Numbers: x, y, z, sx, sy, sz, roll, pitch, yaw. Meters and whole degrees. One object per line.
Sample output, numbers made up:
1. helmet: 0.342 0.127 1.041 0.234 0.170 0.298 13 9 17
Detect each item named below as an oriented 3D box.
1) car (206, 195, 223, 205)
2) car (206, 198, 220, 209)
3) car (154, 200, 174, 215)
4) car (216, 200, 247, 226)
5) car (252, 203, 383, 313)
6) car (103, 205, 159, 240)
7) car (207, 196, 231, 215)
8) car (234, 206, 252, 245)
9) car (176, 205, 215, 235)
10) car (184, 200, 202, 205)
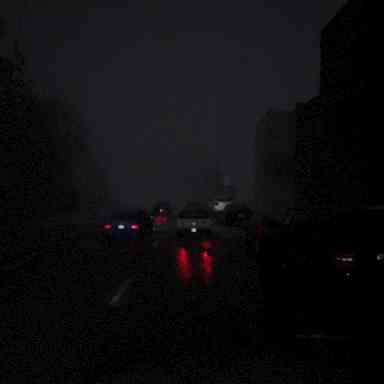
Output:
1. car: 3.224 1.665 46.835 1.946 1.575 5.366 0 0 0
2. car: 3.234 1.690 52.358 1.946 1.575 5.366 0 0 0
3. car: -3.151 1.651 36.442 1.837 1.490 4.892 0 0 0
4. car: 3.227 1.608 24.455 2.163 1.488 4.792 0 0 0
5. car: 3.224 1.261 7.878 2.435 2.045 5.566 0 0 0
6. car: -3.151 1.617 17.324 2.033 1.411 5.357 0 0 0
7. car: 3.224 1.643 41.310 1.946 1.575 5.366 0 0 0
8. car: 3.223 1.535 13.367 2.231 1.521 4.892 0 0 0
9. car: 0.099 1.679 19.316 1.895 1.301 4.718 0 0 0
10. car: 0.099 1.637 36.304 2.128 1.511 4.902 0 0 0
